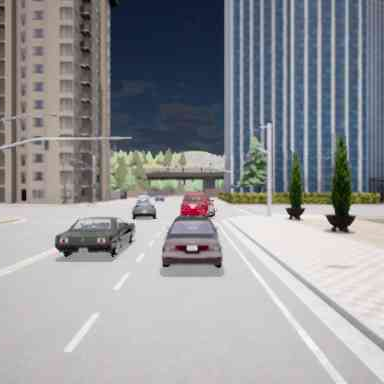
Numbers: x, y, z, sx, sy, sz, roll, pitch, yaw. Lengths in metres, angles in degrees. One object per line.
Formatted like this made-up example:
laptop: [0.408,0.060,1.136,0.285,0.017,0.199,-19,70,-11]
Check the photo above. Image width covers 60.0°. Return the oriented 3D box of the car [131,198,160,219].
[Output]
car: [-4.195,1.520,28.633,1.994,1.385,4.181,0,0,-11]

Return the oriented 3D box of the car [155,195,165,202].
car: [-7.004,1.366,71.938,1.882,1.535,5.008,0,0,0]

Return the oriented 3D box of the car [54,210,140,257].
car: [-3.461,1.580,12.893,1.895,1.301,4.718,0,0,1]

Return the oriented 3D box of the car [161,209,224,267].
car: [0.021,1.530,11.326,2.033,1.411,5.357,0,0,0]

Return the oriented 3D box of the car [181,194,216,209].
car: [0.569,1.181,27.216,2.150,2.045,5.566,0,0,11]

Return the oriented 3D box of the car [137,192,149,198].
car: [-10.504,1.113,71.907,2.150,2.045,5.566,0,0,0]
